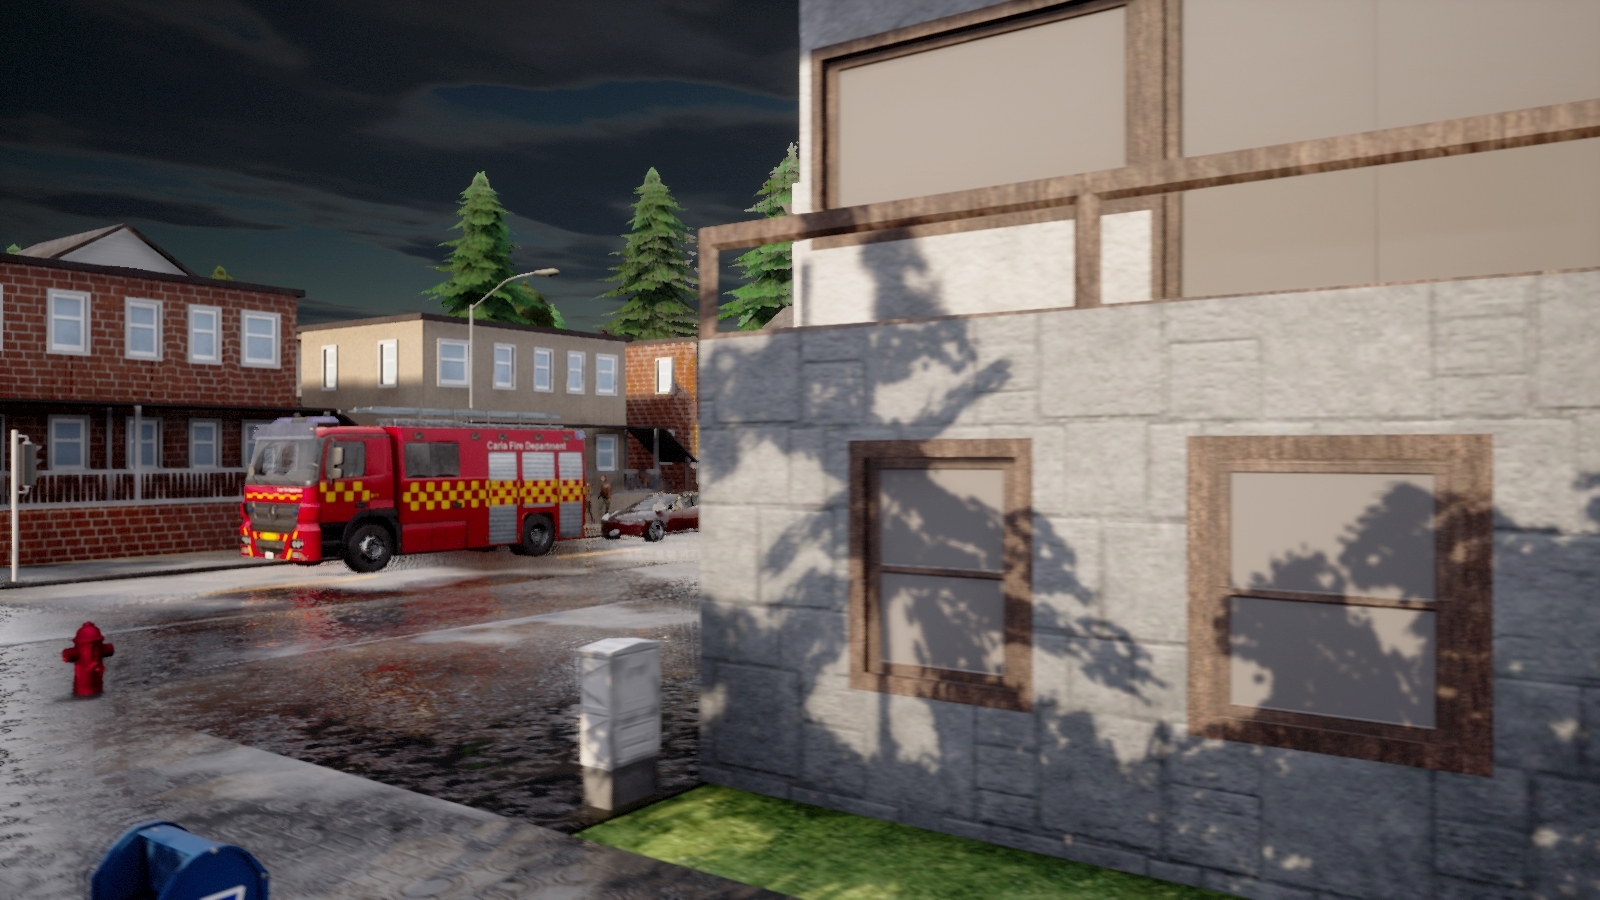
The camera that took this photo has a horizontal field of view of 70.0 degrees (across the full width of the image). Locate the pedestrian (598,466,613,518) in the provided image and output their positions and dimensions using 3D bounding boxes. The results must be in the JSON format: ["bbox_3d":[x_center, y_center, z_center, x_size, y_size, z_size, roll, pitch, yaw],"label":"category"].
[{"bbox_3d":[-7.081,1.531,41.564,0.375,1.860,0.375,0,0,33],"label":"pedestrian"}]

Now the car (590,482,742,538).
[{"bbox_3d":[-4.168,1.849,36.365,2.163,1.488,4.792,0,0,35],"label":"car"}]

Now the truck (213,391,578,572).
[{"bbox_3d":[-9.680,0.677,28.507,2.891,3.827,8.468,0,0,35],"label":"truck"}]

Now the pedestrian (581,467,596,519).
[{"bbox_3d":[-7.570,1.531,40.817,0.375,1.860,0.375,0,0,33],"label":"pedestrian"}]
